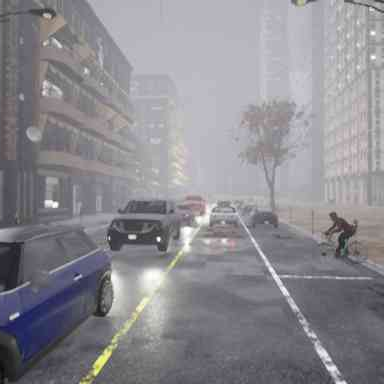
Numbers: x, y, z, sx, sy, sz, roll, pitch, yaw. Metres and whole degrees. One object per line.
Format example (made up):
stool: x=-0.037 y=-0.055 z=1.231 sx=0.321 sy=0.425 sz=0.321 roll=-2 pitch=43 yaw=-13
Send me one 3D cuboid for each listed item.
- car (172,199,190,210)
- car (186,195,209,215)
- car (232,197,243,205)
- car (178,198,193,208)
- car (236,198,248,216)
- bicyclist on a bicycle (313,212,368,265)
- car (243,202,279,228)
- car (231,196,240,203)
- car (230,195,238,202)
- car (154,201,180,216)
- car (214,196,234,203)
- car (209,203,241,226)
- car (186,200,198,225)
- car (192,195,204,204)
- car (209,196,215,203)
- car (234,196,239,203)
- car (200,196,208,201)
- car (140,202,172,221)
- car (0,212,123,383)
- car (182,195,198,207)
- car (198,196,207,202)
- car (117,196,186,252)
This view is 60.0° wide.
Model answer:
car: x=-1.418 y=1.701 z=45.489 sx=1.947 sy=1.339 sz=4.313 roll=1 pitch=0 yaw=6
car: x=0.244 y=1.327 z=35.318 sx=2.150 sy=2.045 sz=5.566 roll=0 pitch=0 yaw=6
car: x=9.076 y=1.787 z=66.852 sx=2.008 sy=1.369 sz=4.403 roll=1 pitch=0 yaw=6
car: x=-0.895 y=1.680 z=50.863 sx=1.752 sy=1.417 sz=4.829 roll=1 pitch=0 yaw=6
car: x=5.847 y=1.664 z=33.591 sx=2.008 sy=1.369 sz=4.403 roll=1 pitch=0 yaw=6
bicyclist on a bicycle: x=4.524 y=1.427 z=10.203 sx=1.656 sy=1.620 sz=0.582 roll=-3 pitch=0 yaw=6
car: x=4.771 y=1.626 z=22.504 sx=2.008 sy=1.369 sz=4.403 roll=1 pitch=0 yaw=6
car: x=10.154 y=1.718 z=77.939 sx=1.967 sy=1.590 sz=4.097 roll=1 pitch=0 yaw=6
car: x=11.231 y=1.761 z=89.027 sx=1.967 sy=1.590 sz=4.097 roll=1 pitch=0 yaw=6
car: x=-2.494 y=1.646 z=34.402 sx=2.008 sy=1.369 sz=4.403 roll=1 pitch=0 yaw=6
car: x=4.503 y=1.632 z=46.738 sx=1.882 sy=1.535 sz=5.008 roll=0 pitch=-1 yaw=6
car: x=2.279 y=1.674 z=23.837 sx=1.895 sy=1.301 sz=4.718 roll=0 pitch=0 yaw=6
car: x=-0.840 y=1.594 z=24.642 sx=1.812 sy=1.442 sz=4.674 roll=0 pitch=0 yaw=6
car: x=1.278 y=1.554 z=73.207 sx=2.192 sy=1.841 sz=5.009 roll=1 pitch=0 yaw=6
car: x=4.101 y=1.604 z=74.604 sx=2.097 sy=1.767 sz=4.553 roll=0 pitch=0 yaw=6
car: x=6.940 y=1.679 z=44.848 sx=1.752 sy=1.417 sz=4.829 roll=1 pitch=0 yaw=6
car: x=3.426 y=1.875 z=95.381 sx=2.008 sy=1.369 sz=4.403 roll=1 pitch=0 yaw=6
car: x=-3.032 y=1.642 z=28.859 sx=1.947 sy=1.339 sz=4.313 roll=1 pitch=0 yaw=6
car: x=-2.776 y=1.352 z=4.609 sx=2.097 sy=1.767 sz=4.553 roll=0 pitch=0 yaw=7
car: x=-0.336 y=1.491 z=56.577 sx=2.192 sy=1.841 sz=5.009 roll=1 pitch=0 yaw=6
car: x=2.888 y=1.868 z=89.837 sx=1.947 sy=1.339 sz=4.313 roll=1 pitch=0 yaw=6
car: x=-1.826 y=1.255 z=14.527 sx=2.150 sy=2.045 sz=5.566 roll=0 pitch=0 yaw=6
